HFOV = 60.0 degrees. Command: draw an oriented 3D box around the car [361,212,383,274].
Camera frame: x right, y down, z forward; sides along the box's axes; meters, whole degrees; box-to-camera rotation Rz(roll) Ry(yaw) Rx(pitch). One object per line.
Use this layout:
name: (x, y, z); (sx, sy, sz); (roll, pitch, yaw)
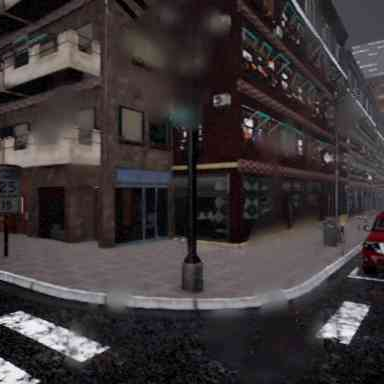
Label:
car: (7.036, 1.598, 11.091); (2.192, 1.841, 5.009); (-1, -2, 35)
